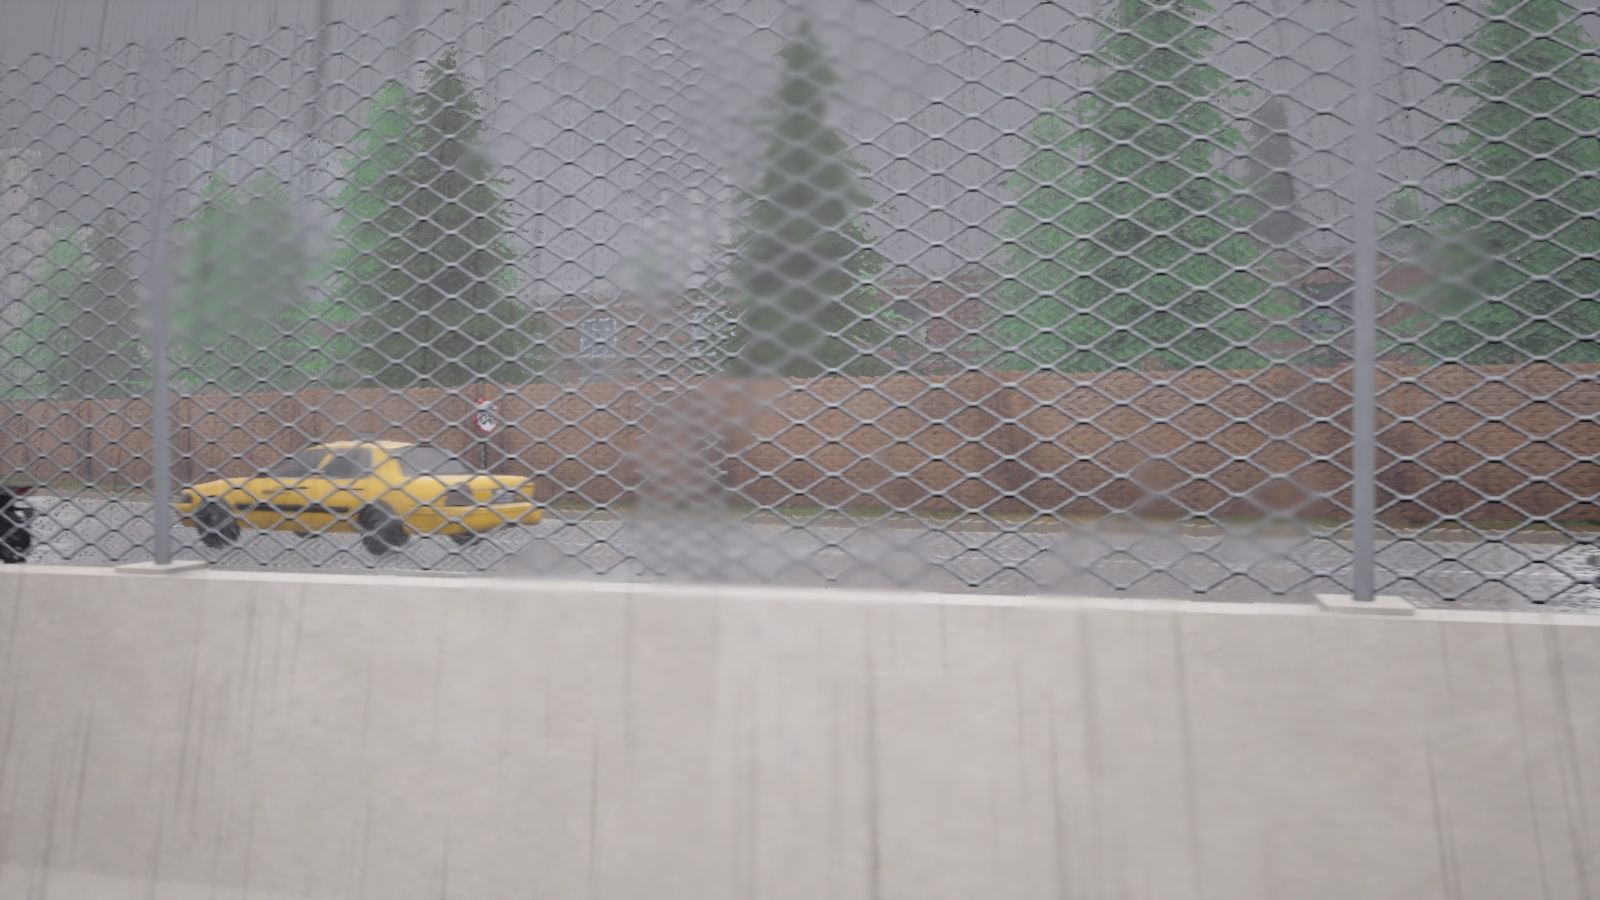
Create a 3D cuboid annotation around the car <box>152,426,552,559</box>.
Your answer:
[{"bbox_3d":[-6.088,0.475,16.934,5.366,1.575,1.801,1,1,25],"label":"car"}]

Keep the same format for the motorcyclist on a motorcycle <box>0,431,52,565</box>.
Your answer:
[{"bbox_3d":[-9.897,0.535,14.883,2.044,1.523,0.797,1,0,27],"label":"motorcyclist on a motorcycle"}]
